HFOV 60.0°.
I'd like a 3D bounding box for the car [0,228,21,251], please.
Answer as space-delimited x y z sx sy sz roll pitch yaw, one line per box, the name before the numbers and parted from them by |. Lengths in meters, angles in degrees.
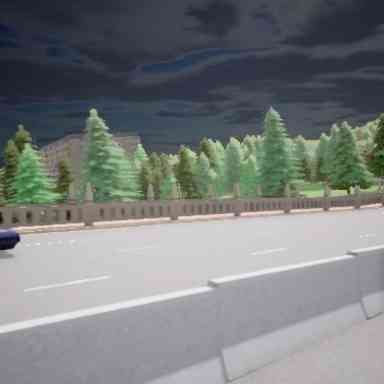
car | -8.370 1.612 10.917 4.718 1.301 1.895 0 0 -35
